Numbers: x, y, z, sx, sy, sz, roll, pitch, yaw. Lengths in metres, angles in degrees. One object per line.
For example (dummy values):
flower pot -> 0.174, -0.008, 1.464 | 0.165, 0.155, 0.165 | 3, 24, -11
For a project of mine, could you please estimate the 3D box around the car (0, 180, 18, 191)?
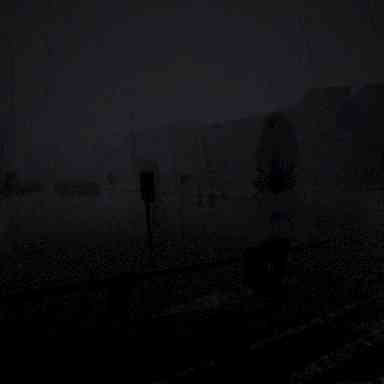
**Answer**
car -> -30.669, -0.995, 53.267 | 2.097, 1.535, 5.008 | 1, 6, 16

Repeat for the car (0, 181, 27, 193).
car -> -28.273, -0.825, 51.554 | 2.002, 1.452, 4.674 | 0, 6, 16

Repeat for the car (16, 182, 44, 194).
car -> -23.517, -0.564, 48.031 | 2.163, 1.488, 4.792 | 1, 6, 17

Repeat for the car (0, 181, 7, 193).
car -> -25.876, -0.733, 49.822 | 2.231, 1.521, 4.892 | 1, 6, 17
